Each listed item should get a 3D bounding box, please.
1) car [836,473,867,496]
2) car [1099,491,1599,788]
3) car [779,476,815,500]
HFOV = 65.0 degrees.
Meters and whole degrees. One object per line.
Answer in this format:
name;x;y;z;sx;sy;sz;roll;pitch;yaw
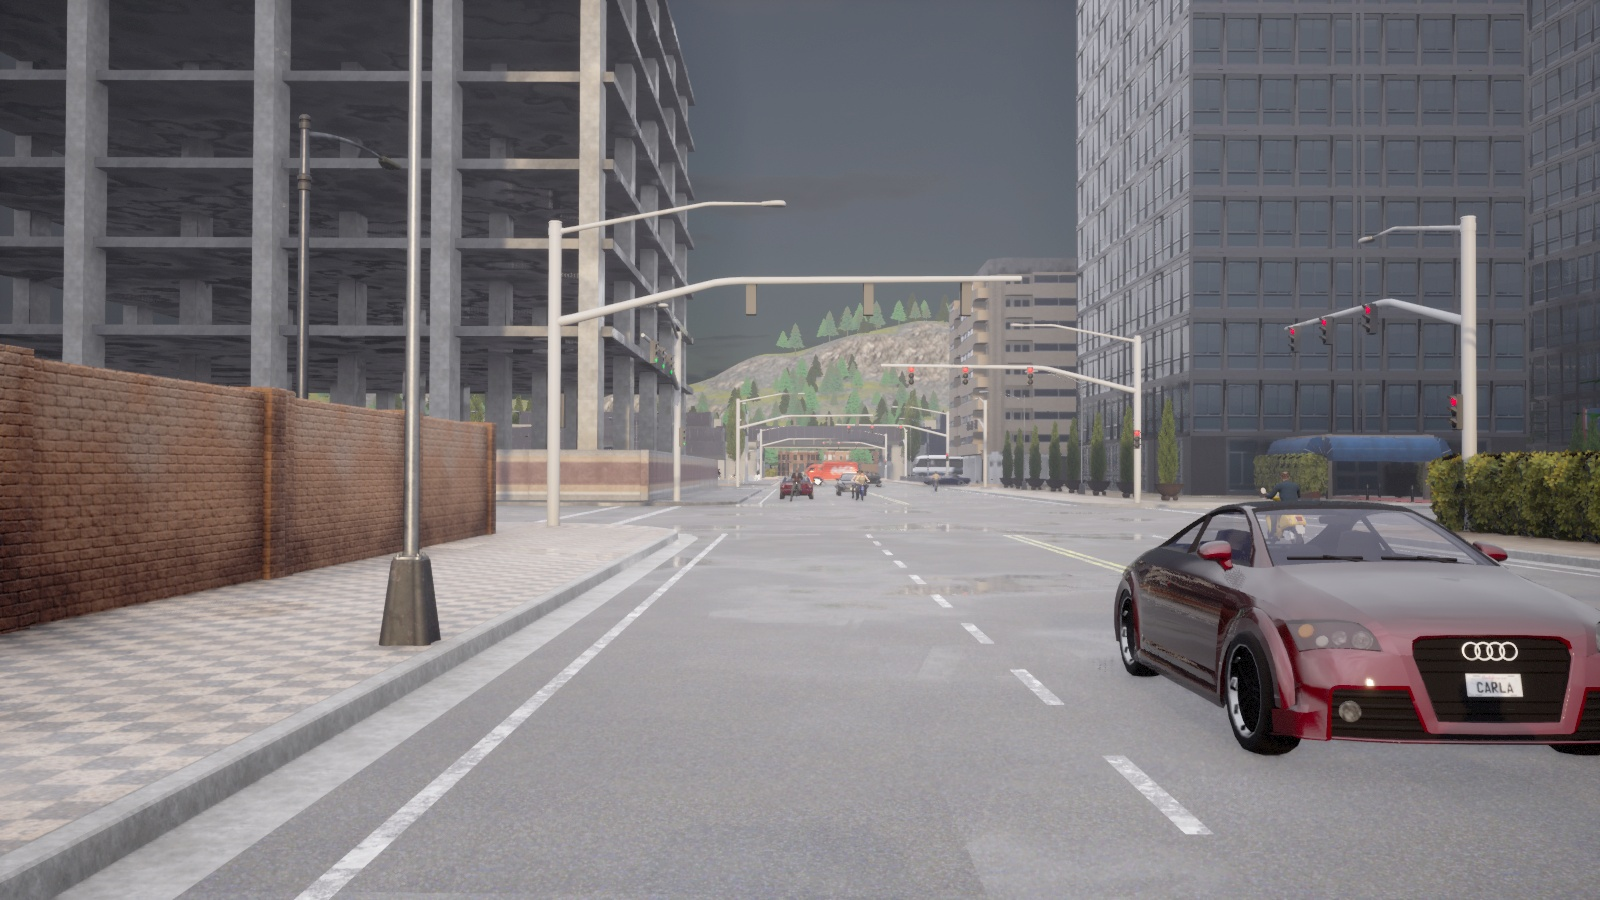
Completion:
car;3.309;2.183;80.926;1.812;1.442;4.674;0;-1;0
car;3.480;1.004;8.286;1.994;1.385;4.181;0;-1;0
car;-0.164;2.091;70.149;1.895;1.301;4.718;0;-1;0
